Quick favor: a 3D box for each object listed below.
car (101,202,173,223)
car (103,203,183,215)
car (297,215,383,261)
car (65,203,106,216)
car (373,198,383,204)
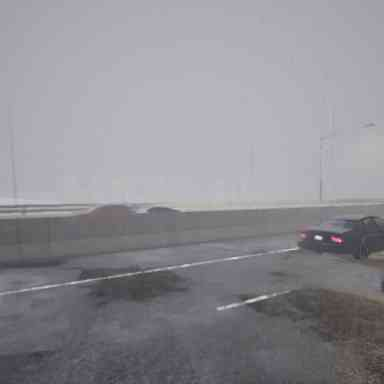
[{"bbox_3d":[-4.346,1.554,26.620,5.357,1.411,2.033,0,0,-35],"label":"car"},{"bbox_3d":[-2.447,1.531,19.395,4.674,1.442,1.812,0,0,-35],"label":"car"},{"bbox_3d":[6.229,1.561,12.422,5.357,1.411,2.033,0,0,-35],"label":"car"},{"bbox_3d":[-5.592,1.479,21.460,5.008,1.535,1.882,0,0,-35],"label":"car"},{"bbox_3d":[28.728,1.587,49.224,4.902,1.511,2.128,0,0,-33],"label":"car"}]
